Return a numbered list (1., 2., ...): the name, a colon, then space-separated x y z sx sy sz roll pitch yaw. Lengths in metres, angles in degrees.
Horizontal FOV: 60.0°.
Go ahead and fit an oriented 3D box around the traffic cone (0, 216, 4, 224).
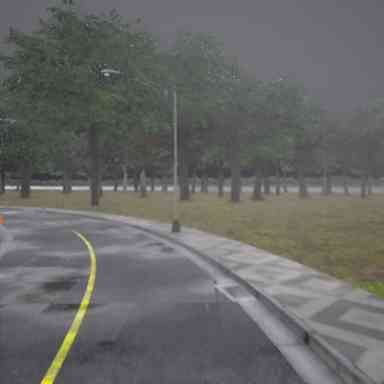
1. traffic cone: -13.129 1.923 22.916 0.340 0.580 0.340 -1 1 -22
